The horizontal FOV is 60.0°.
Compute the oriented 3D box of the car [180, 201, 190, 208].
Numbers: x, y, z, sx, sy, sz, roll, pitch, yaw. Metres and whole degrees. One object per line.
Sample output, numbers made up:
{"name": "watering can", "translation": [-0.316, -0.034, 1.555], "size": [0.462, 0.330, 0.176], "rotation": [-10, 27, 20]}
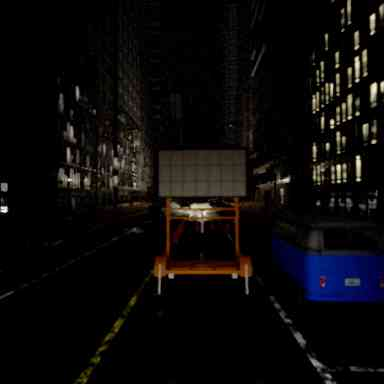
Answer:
{"name": "car", "translation": [-1.288, 2.280, 62.385], "size": [1.895, 1.301, 4.718], "rotation": [0, -1, 2]}

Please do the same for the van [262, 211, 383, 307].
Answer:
{"name": "van", "translation": [2.946, 1.412, 7.862], "size": [1.690, 1.788, 3.998], "rotation": [0, -1, 2]}

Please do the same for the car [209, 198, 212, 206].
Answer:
{"name": "car", "translation": [4.165, 2.109, 53.380], "size": [2.008, 1.369, 4.403], "rotation": [0, -1, 2]}

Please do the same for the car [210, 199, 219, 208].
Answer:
{"name": "car", "translation": [4.013, 2.052, 47.690], "size": [2.008, 1.369, 4.403], "rotation": [0, -1, 2]}

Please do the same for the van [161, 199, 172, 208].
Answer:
{"name": "van", "translation": [-4.213, 1.954, 53.609], "size": [1.690, 1.788, 3.998], "rotation": [0, -1, 2]}

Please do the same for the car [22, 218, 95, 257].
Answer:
{"name": "car", "translation": [-5.278, 1.770, 13.775], "size": [1.802, 1.307, 4.206], "rotation": [0, -1, 2]}

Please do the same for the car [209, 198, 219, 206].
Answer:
{"name": "car", "translation": [4.621, 2.160, 70.451], "size": [1.967, 1.590, 4.097], "rotation": [0, -1, 2]}

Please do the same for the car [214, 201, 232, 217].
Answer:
{"name": "car", "translation": [3.709, 1.964, 36.309], "size": [1.802, 1.307, 4.206], "rotation": [0, -1, 2]}

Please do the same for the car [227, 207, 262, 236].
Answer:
{"name": "car", "translation": [3.252, 1.777, 19.238], "size": [1.802, 1.307, 4.206], "rotation": [0, -1, 2]}

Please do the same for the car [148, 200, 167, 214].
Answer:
{"name": "car", "translation": [-4.517, 2.048, 42.227], "size": [2.008, 1.369, 4.403], "rotation": [0, -1, 2]}

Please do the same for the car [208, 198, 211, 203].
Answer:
{"name": "car", "translation": [4.469, 2.106, 64.761], "size": [1.967, 1.590, 4.097], "rotation": [0, -1, 2]}

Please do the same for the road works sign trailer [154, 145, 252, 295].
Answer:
{"name": "road works sign trailer", "translation": [0.278, 0.564, 8.962], "size": [2.380, 3.560, 2.880], "rotation": [0, -1, 2]}

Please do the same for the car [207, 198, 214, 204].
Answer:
{"name": "car", "translation": [5.231, 2.471, 93.211], "size": [1.887, 1.381, 4.507], "rotation": [0, -1, 2]}
